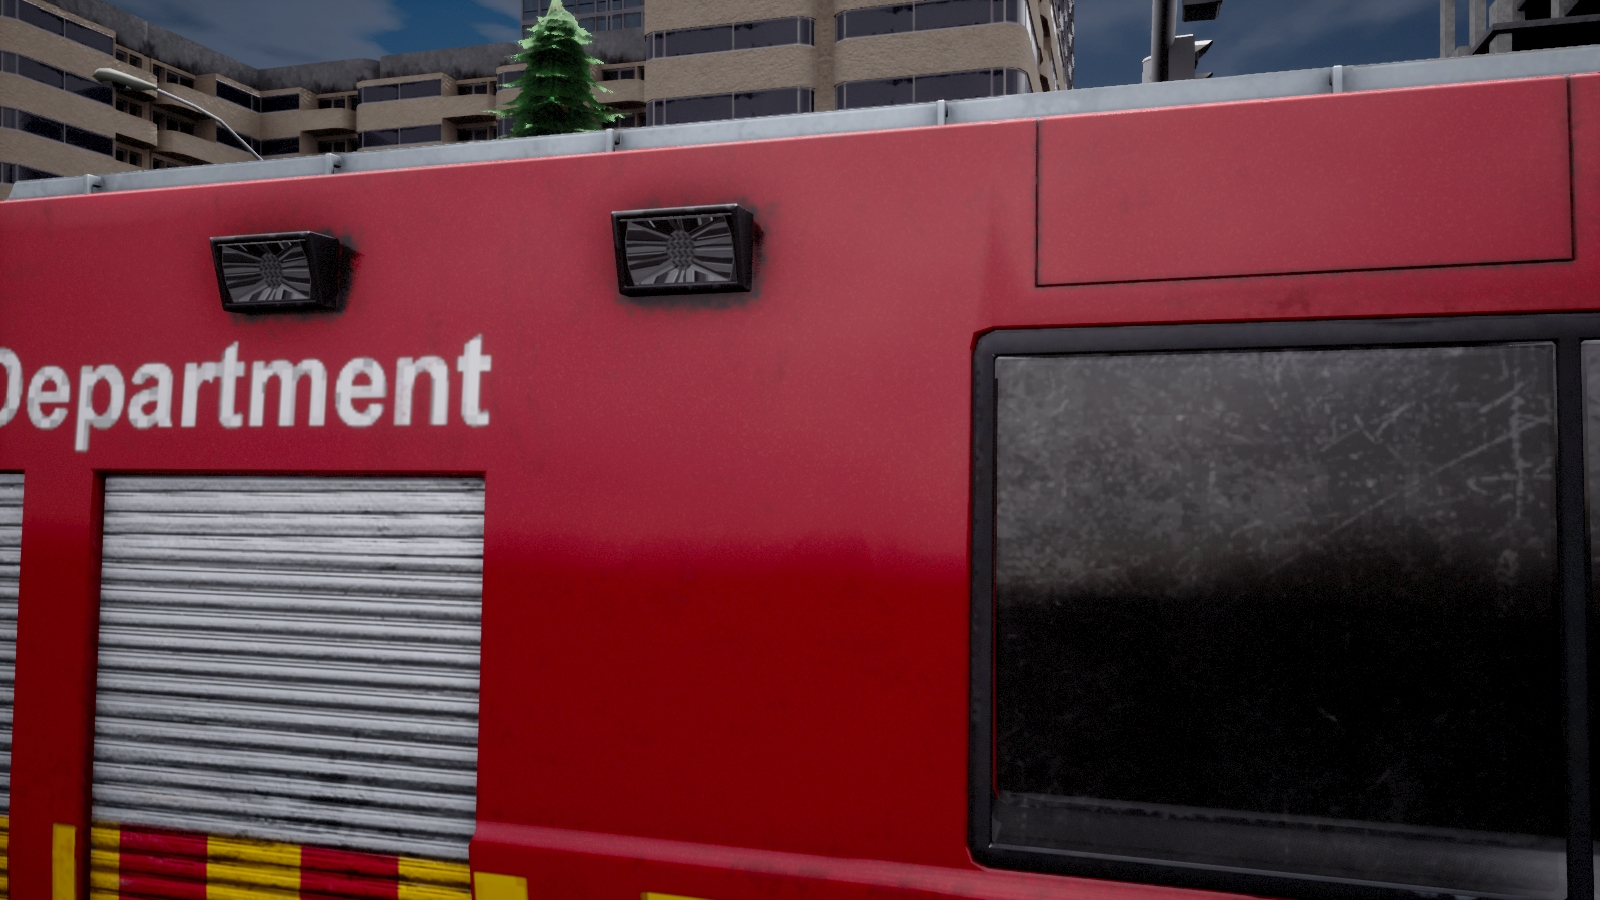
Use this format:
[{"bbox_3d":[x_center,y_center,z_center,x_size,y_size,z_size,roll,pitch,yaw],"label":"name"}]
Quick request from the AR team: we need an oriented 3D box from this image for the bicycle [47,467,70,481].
[{"bbox_3d":[-65.142,2.102,100.377,1.487,1.276,0.859,0,0,15],"label":"bicycle"}]

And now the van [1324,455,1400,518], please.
[{"bbox_3d":[24.666,1.534,50.367,1.988,2.561,5.915,0,0,16],"label":"van"}]

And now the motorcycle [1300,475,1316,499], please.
[{"bbox_3d":[29.688,2.151,66.782,0.764,1.307,2.356,1,1,23],"label":"motorcycle"}]

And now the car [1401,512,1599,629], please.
[{"bbox_3d":[12.484,2.037,20.491,2.038,1.542,4.974,0,0,16],"label":"car"}]
